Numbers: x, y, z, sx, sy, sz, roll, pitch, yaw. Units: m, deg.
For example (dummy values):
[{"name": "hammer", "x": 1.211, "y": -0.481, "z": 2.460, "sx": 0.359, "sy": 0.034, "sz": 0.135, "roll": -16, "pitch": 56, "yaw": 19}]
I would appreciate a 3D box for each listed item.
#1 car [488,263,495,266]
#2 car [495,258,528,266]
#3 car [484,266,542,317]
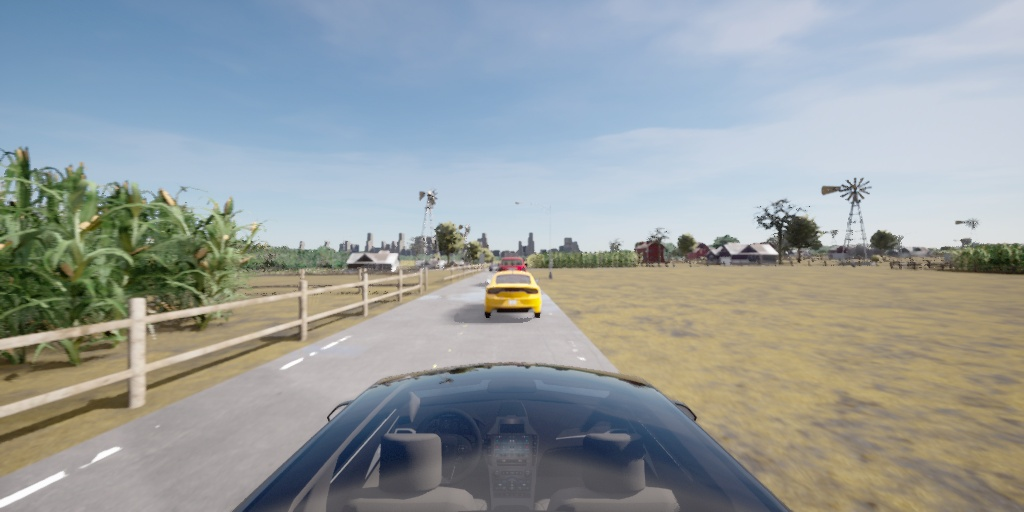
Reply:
[{"name": "car", "x": -2.786, "y": 1.872, "z": 59.295, "sx": 2.128, "sy": 1.511, "sz": 4.902, "roll": 0, "pitch": -1, "yaw": 1}, {"name": "car", "x": 0.035, "y": 1.156, "z": 28.348, "sx": 2.150, "sy": 2.045, "sz": 5.566, "roll": 0, "pitch": 0, "yaw": 1}, {"name": "car", "x": 0.037, "y": 1.294, "z": 13.539, "sx": 1.882, "sy": 1.535, "sz": 5.008, "roll": 0, "pitch": 0, "yaw": 0}]
